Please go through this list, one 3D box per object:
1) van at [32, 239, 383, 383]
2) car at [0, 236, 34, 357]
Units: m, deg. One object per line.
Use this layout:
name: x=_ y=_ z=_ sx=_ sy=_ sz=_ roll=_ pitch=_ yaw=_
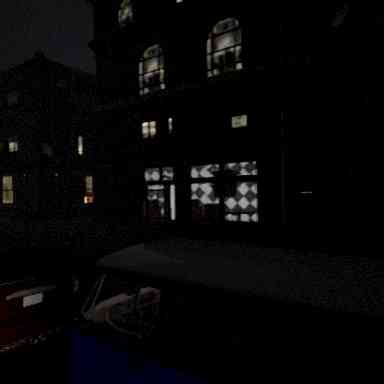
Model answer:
van: x=0.792 y=1.342 z=2.330 sx=3.998 sy=1.788 sz=1.690 roll=0 pitch=-1 yaw=36
car: x=-3.668 y=1.441 z=5.509 sx=4.097 sy=1.590 sz=1.967 roll=0 pitch=-1 yaw=36
